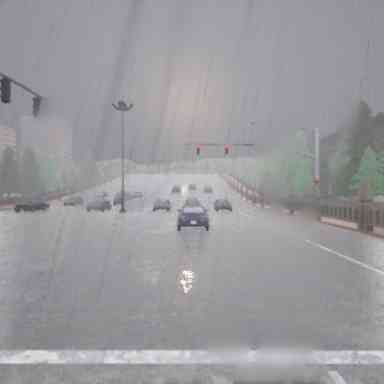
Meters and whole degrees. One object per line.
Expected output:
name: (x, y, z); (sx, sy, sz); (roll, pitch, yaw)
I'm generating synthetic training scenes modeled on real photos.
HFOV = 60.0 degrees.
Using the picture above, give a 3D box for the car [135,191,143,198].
car: (-10.549, 0.524, 63.427); (1.994, 1.385, 4.181); (0, 5, 1)

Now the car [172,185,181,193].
car: (-3.460, -0.768, 74.248); (1.837, 1.490, 4.892); (0, 7, 0)

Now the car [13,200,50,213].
car: (-17.669, 1.563, 36.807); (1.895, 1.301, 4.718); (0, 0, 1)

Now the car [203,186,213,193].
car: (3.540, -0.678, 74.258); (1.895, 1.301, 4.718); (0, 7, 0)

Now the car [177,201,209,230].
car: (0.067, 1.504, 20.569); (1.812, 1.442, 4.674); (0, 0, 0)

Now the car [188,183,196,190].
car: (0.060, -1.307, 78.782); (2.033, 1.411, 5.357); (0, 7, 0)

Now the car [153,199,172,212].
car: (-3.441, 1.500, 38.894); (2.033, 1.411, 5.357); (0, 0, 0)

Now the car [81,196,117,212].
car: (-10.629, 1.502, 38.449); (2.033, 1.411, 5.357); (0, 0, 0)

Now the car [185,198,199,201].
car: (0.054, 1.495, 44.782); (1.994, 1.385, 4.181); (0, 1, 0)

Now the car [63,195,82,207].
car: (-17.619, 1.323, 49.589); (1.837, 1.490, 4.892); (0, 3, 1)

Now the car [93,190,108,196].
car: (-17.525, 0.435, 64.036); (1.812, 1.442, 4.674); (0, 6, 1)

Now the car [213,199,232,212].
car: (3.561, 1.500, 38.900); (2.033, 1.411, 5.357); (0, 0, 0)

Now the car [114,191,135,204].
car: (-10.640, 0.978, 51.270); (2.150, 2.045, 5.566); (0, 2, -2)
